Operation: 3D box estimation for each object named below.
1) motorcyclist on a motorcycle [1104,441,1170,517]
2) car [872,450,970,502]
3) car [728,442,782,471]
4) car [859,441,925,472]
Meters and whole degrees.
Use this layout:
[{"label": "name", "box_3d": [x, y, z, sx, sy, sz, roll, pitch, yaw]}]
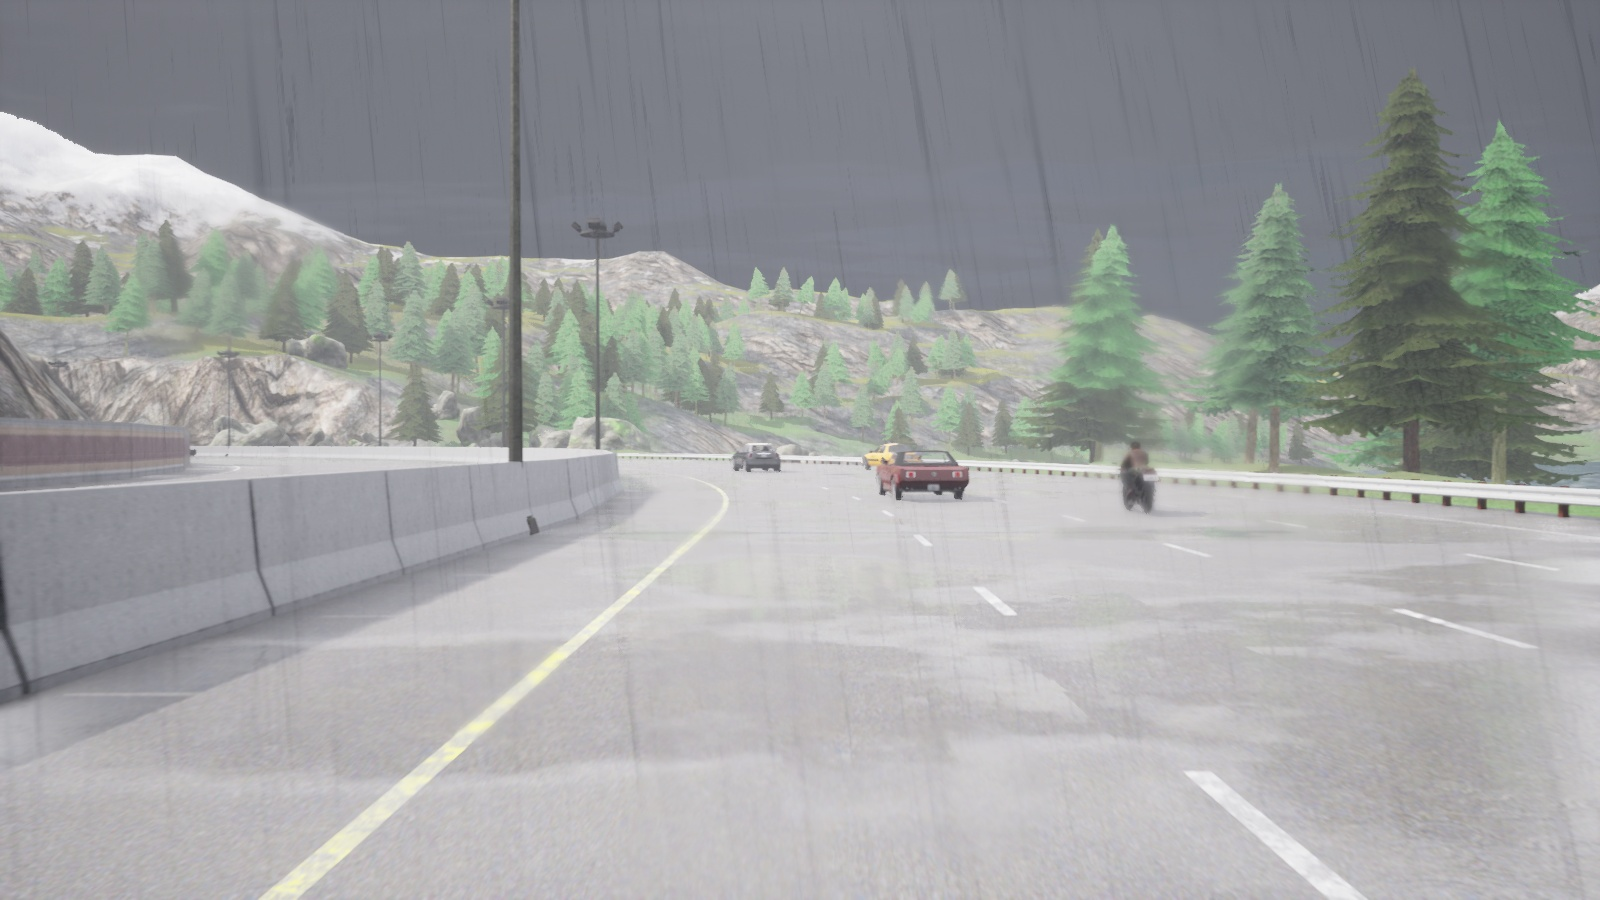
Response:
[{"label": "motorcyclist on a motorcycle", "box_3d": [7.102, 0.584, 26.583, 0.797, 1.523, 2.044, -1, 0, -1]}, {"label": "car", "box_3d": [3.230, 0.656, 34.386, 1.895, 1.301, 4.718, 0, 0, -4]}, {"label": "car", "box_3d": [-2.382, 0.340, 65.686, 1.970, 1.475, 3.806, 0, 0, -16]}, {"label": "car", "box_3d": [4.779, 0.316, 66.126, 1.801, 1.575, 5.366, 0, 0, -15]}]
